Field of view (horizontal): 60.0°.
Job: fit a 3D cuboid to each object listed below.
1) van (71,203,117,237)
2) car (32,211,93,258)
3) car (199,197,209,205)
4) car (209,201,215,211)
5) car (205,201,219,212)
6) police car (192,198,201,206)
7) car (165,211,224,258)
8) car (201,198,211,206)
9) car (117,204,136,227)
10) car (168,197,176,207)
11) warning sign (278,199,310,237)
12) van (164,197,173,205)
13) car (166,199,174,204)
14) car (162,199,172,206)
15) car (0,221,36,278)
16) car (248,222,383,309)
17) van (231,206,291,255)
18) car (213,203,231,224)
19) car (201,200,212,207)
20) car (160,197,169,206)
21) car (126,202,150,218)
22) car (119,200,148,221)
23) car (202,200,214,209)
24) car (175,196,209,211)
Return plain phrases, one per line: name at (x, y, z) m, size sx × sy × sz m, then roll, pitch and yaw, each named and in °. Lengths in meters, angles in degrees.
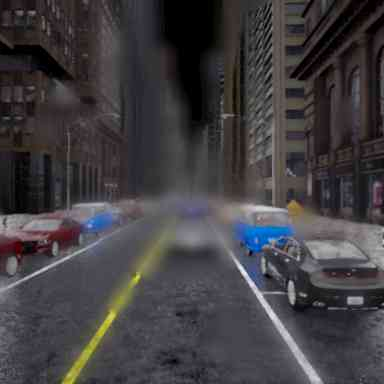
van at (-5.742, 1.535, 19.059) m, size 1.690 × 1.788 × 3.998 m, roll 0°, pitch -1°, yaw 0°
car at (-5.748, 1.682, 13.439) m, size 1.887 × 1.381 × 4.507 m, roll 0°, pitch -1°, yaw 0°
car at (2.845, 2.154, 80.865) m, size 2.192 × 1.841 × 5.009 m, roll 0°, pitch -1°, yaw 0°
car at (2.800, 1.946, 35.915) m, size 1.802 × 1.307 × 4.206 m, roll 0°, pitch -1°, yaw 0°
car at (2.811, 2.006, 47.322) m, size 1.752 × 1.417 × 4.829 m, roll 0°, pitch -1°, yaw 0°
police car at (0.979, 2.221, 76.799) m, size 1.930 × 1.638 × 5.238 m, roll 0°, pitch -1°, yaw 0°
car at (0.030, 1.701, 13.452) m, size 1.994 × 1.385 × 4.181 m, roll 0°, pitch 0°, yaw 1°
car at (2.834, 2.159, 69.627) m, size 1.967 × 1.590 × 4.097 m, roll 0°, pitch -1°, yaw 0°
car at (-5.736, 1.801, 24.675) m, size 2.008 × 1.369 × 4.403 m, roll 0°, pitch -1°, yaw 0°
car at (-2.958, 2.143, 64.587) m, size 1.882 × 1.535 × 5.008 m, roll 0°, pitch -1°, yaw 1°
warning sign at (5.085, 1.284, 16.692) m, size 1.300 × 1.860 × 1.060 m, roll 0°, pitch -1°, yaw 0°
van at (-5.680, 2.181, 80.858) m, size 1.690 × 1.788 × 3.998 m, roll 0°, pitch -1°, yaw 0°
car at (-5.674, 2.444, 86.474) m, size 1.887 × 1.381 × 4.507 m, roll 0°, pitch -1°, yaw 0°
car at (-5.685, 2.345, 75.238) m, size 1.947 × 1.339 × 4.313 m, roll 0°, pitch -1°, yaw 0°
car at (-5.754, 1.625, 7.821) m, size 1.887 × 1.381 × 4.507 m, roll 0°, pitch -1°, yaw 0°
car at (2.771, 1.630, 7.823) m, size 2.008 × 1.369 × 4.403 m, roll 0°, pitch -1°, yaw 0°
van at (2.777, 1.477, 13.443) m, size 1.690 × 1.788 × 3.998 m, roll 0°, pitch -1°, yaw 0°
car at (2.789, 1.777, 24.849) m, size 1.752 × 1.417 × 4.829 m, roll 0°, pitch -1°, yaw 0°
car at (2.828, 2.203, 64.008) m, size 1.887 × 1.381 × 4.507 m, roll 0°, pitch -1°, yaw 0°
car at (-5.691, 2.301, 69.619) m, size 1.802 × 1.307 × 4.206 m, roll 0°, pitch -1°, yaw 0°
car at (-5.725, 1.888, 35.742) m, size 1.752 × 1.417 × 4.829 m, roll 0°, pitch -1°, yaw 0°
car at (-5.731, 1.623, 30.296) m, size 2.192 × 1.841 × 5.009 m, roll 0°, pitch -1°, yaw 0°
car at (2.823, 2.165, 58.389) m, size 1.947 × 1.339 × 4.313 m, roll 0°, pitch -1°, yaw 0°
car at (0.037, 1.504, 27.574) m, size 2.150 × 2.045 × 5.566 m, roll 0°, pitch 0°, yaw 0°
